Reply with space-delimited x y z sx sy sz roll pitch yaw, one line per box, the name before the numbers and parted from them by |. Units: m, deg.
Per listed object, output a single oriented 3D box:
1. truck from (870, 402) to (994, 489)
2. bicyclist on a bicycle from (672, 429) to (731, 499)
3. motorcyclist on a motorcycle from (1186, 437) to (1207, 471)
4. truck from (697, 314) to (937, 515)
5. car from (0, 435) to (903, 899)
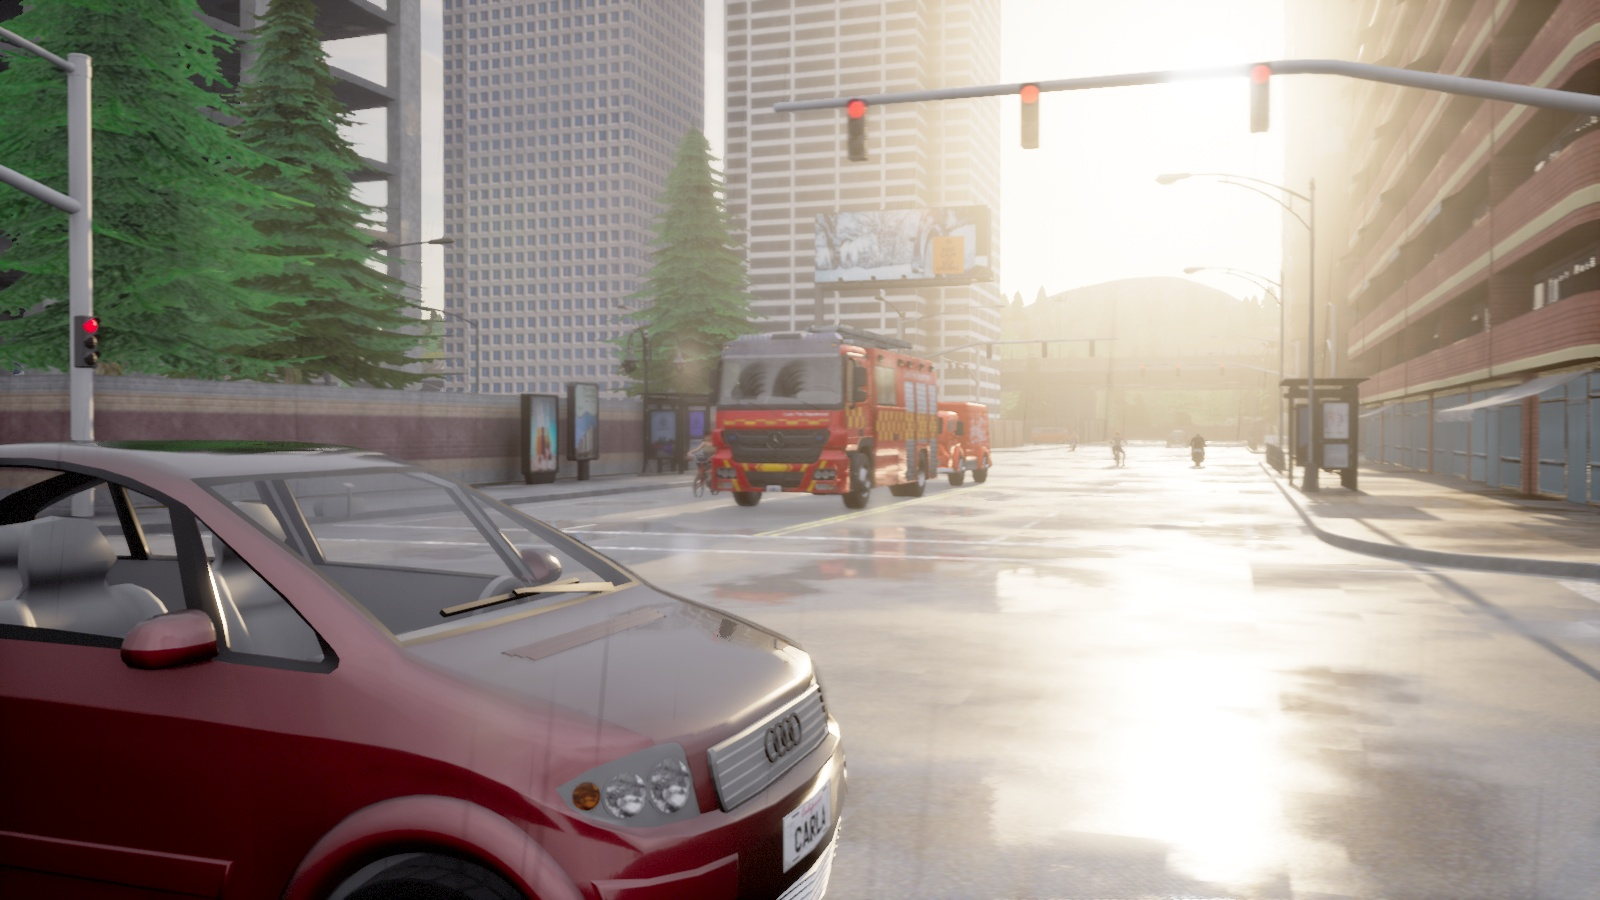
truck | 4.119 -0.175 38.221 2.627 2.467 5.204 1 1 19
bicyclist on a bicycle | -2.351 0.316 30.216 0.866 1.612 1.509 1 1 19
motorcyclist on a motorcycle | 18.098 0.173 57.300 0.866 1.530 2.191 1 1 19
truck | 0.726 -0.734 28.381 2.891 3.827 8.468 1 1 19
car | -1.714 0.739 3.772 3.705 1.549 1.789 0 1 19
